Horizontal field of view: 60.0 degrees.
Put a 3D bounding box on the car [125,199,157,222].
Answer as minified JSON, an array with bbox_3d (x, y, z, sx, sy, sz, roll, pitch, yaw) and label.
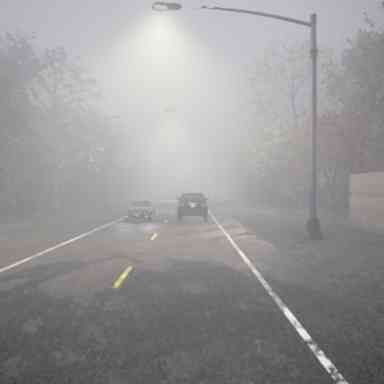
[{"bbox_3d":[-3.662,1.293,24.358,1.837,1.490,4.892,0,0,0],"label":"car"}]

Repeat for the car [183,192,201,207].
[{"bbox_3d":[-0.007,0.962,42.442,2.097,1.767,4.553,0,0,0],"label":"car"}]

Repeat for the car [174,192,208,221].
[{"bbox_3d":[0.044,1.003,24.974,2.150,2.045,5.566,0,1,0],"label":"car"}]

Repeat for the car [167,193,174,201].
[{"bbox_3d":[-3.689,0.949,64.891,1.994,1.385,4.181,0,1,0],"label":"car"}]
